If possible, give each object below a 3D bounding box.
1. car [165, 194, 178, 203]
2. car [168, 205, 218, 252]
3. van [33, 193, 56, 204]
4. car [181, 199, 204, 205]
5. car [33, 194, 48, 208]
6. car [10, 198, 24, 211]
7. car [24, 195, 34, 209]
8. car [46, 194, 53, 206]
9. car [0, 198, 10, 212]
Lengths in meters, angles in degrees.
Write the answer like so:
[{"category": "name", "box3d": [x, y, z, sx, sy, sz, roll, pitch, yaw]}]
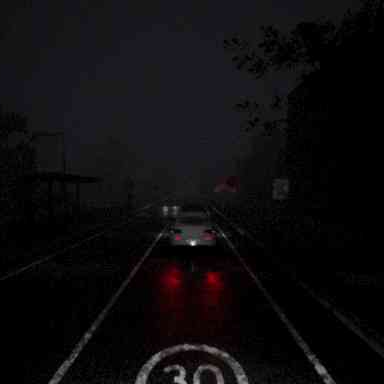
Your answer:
[{"category": "car", "box3d": [-3.317, 1.061, 53.237, 1.837, 1.490, 4.892, 0, 1, 0]}, {"category": "car", "box3d": [0.053, 1.495, 13.670, 1.812, 1.442, 4.674, 0, 0, 1]}, {"category": "van", "box3d": [-21.999, 1.151, 48.222, 4.442, 1.987, 1.878, 0, 0, 0]}, {"category": "car", "box3d": [0.063, 1.376, 29.179, 1.882, 1.535, 5.008, 0, 1, 1]}, {"category": "car", "box3d": [-21.923, 1.384, 42.672, 5.366, 1.575, 1.946, 0, 0, 0]}, {"category": "car", "box3d": [-22.097, 1.399, 37.122, 4.892, 1.521, 2.231, 0, 0, 0]}, {"category": "car", "box3d": [-22.135, 1.422, 39.897, 4.792, 1.488, 2.163, 0, 0, 0]}, {"category": "car", "box3d": [-22.142, 1.411, 45.449, 4.792, 1.488, 2.163, 0, 0, 0]}, {"category": "car", "box3d": [-22.105, 1.404, 34.347, 5.008, 1.535, 2.097, 0, 0, 0]}]
